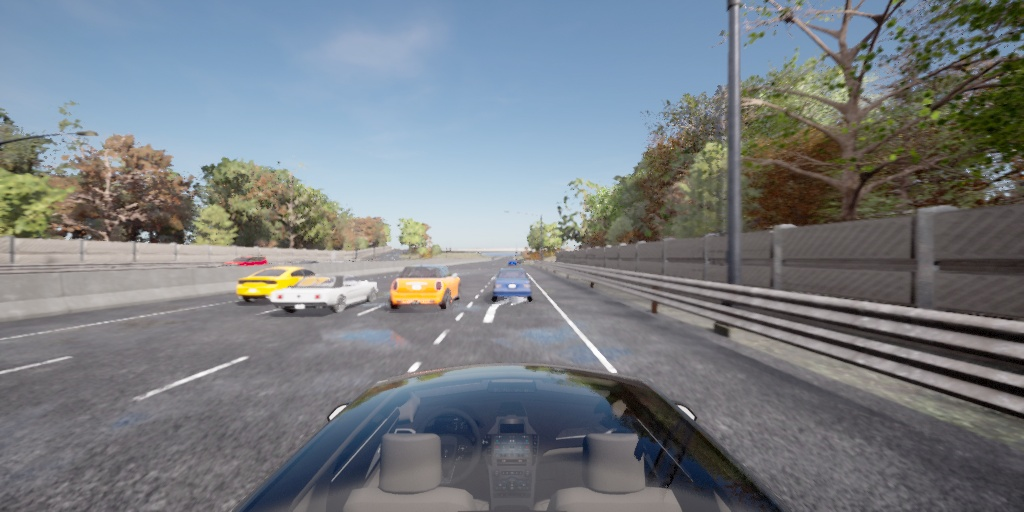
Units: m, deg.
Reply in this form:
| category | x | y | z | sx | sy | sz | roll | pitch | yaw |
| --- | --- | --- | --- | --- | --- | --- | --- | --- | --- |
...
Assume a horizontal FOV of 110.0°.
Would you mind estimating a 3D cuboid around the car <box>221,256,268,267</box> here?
| category | x | y | z | sx | sy | sz | roll | pitch | yaw |
| --- | --- | --- | --- | --- | --- | --- | --- | --- | --- |
| car | -31.511 | 1.027 | 42.562 | 2.150 | 2.045 | 5.566 | 0 | 0 | 1 |

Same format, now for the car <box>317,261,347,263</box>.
| category | x | y | z | sx | sy | sz | roll | pitch | yaw |
| --- | --- | --- | --- | --- | --- | --- | --- | --- | --- |
| car | -21.020 | 1.343 | 43.173 | 1.812 | 1.442 | 4.674 | 0 | 0 | 0 |

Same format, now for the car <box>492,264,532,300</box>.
| category | x | y | z | sx | sy | sz | roll | pitch | yaw |
| --- | --- | --- | --- | --- | --- | --- | --- | --- | --- |
| car | 0.016 | 1.319 | 17.663 | 2.033 | 1.411 | 5.357 | 0 | 0 | 0 |

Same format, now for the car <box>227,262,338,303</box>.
| category | x | y | z | sx | sy | sz | roll | pitch | yaw |
| --- | --- | --- | --- | --- | --- | --- | --- | --- | --- |
| car | -10.383 | 1.240 | 16.839 | 1.882 | 1.535 | 5.008 | 0 | 0 | 0 |

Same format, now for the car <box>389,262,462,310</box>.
| category | x | y | z | sx | sy | sz | roll | pitch | yaw |
| --- | --- | --- | --- | --- | --- | --- | --- | --- | --- |
| car | -3.388 | 1.117 | 14.872 | 2.097 | 1.767 | 4.553 | 0 | 0 | 0 |

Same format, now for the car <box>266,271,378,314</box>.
| category | x | y | z | sx | sy | sz | roll | pitch | yaw |
| --- | --- | --- | --- | --- | --- | --- | --- | --- | --- |
| car | -6.886 | 1.362 | 13.881 | 1.895 | 1.301 | 4.718 | 0 | 0 | 0 |
